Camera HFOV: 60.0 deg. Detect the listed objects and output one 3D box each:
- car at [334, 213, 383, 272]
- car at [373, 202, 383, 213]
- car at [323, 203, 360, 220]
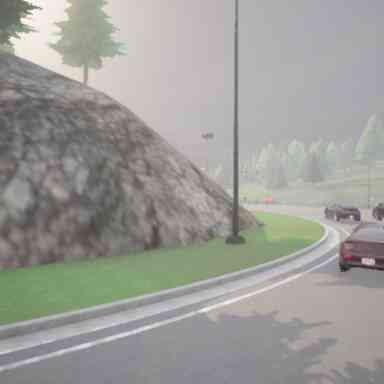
[{"bbox_3d":[5.916,1.609,10.244,1.812,1.442,4.674,0,0,39],"label":"car"},{"bbox_3d":[15.990,1.435,25.599,2.150,2.045,5.566,1,0,9],"label":"car"},{"bbox_3d":[12.757,1.721,28.552,1.837,1.490,4.892,1,0,5],"label":"car"}]
